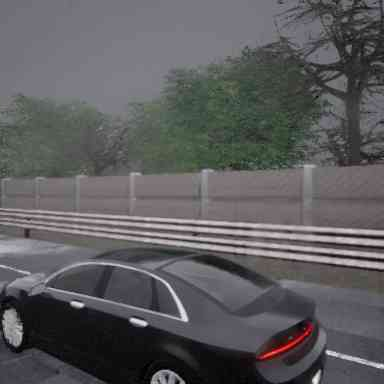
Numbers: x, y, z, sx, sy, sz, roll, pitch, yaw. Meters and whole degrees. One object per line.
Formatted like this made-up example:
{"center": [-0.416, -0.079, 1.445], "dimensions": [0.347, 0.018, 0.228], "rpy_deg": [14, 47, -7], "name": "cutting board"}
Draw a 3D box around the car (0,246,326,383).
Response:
{"center": [-0.800, 1.520, 4.562], "dimensions": [4.892, 1.490, 1.837], "rpy_deg": [0, 0, 36], "name": "car"}
